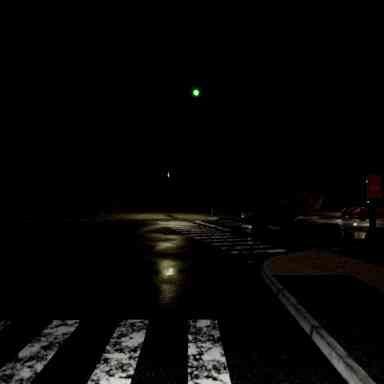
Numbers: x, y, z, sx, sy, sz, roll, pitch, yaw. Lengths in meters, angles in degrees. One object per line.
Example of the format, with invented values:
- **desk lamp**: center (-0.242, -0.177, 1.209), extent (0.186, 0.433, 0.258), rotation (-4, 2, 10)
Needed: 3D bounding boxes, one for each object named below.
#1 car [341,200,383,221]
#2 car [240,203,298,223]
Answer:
- **car**: center (15.475, 1.599, 29.299), extent (4.553, 1.767, 2.097), rotation (1, 0, -17)
- **car**: center (6.093, 1.628, 26.207), extent (4.674, 1.442, 1.812), rotation (1, 0, -19)
